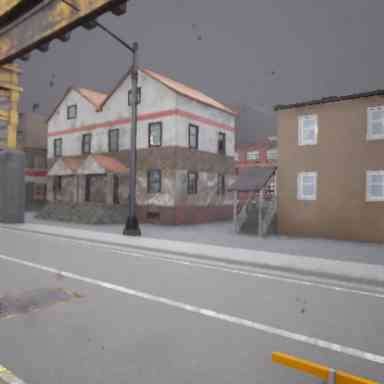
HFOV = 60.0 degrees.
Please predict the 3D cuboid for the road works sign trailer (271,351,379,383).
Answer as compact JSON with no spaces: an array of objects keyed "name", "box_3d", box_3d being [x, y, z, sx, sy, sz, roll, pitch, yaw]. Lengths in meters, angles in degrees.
[{"name":"road works sign trailer","box_3d":[2.041,0.530,2.853,2.880,3.560,2.380,0,-1,38]}]
